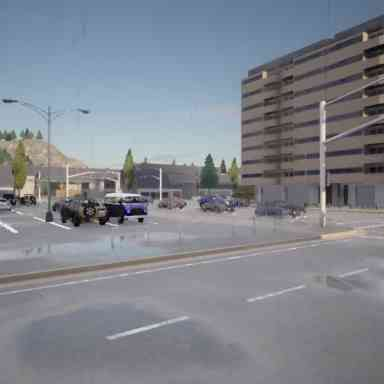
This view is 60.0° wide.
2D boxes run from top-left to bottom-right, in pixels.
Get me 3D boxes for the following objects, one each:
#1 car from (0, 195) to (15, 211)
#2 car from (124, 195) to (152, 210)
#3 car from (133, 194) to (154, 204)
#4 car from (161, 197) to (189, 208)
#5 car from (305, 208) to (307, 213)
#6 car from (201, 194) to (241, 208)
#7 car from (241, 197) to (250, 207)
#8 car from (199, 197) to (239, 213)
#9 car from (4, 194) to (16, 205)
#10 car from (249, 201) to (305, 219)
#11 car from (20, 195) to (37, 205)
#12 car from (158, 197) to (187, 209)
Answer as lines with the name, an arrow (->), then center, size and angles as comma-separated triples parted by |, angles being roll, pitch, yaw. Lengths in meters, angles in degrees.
car -> -21.826, 1.451, 37.877 | 1.970, 1.475, 3.806 | 0, 0, -35
car -> -8.723, 1.656, 53.367 | 1.895, 1.301, 4.718 | 0, 0, -35
car -> -9.306, 1.547, 66.540 | 2.128, 1.511, 4.902 | 0, 0, -35
car -> -2.649, 1.560, 50.815 | 1.837, 1.490, 4.892 | 0, 0, -35
car -> 9.072, 1.603, 34.292 | 2.033, 1.411, 5.357 | 0, 0, -35
car -> 3.184, 1.277, 42.581 | 2.150, 2.045, 5.566 | 0, 0, -35
car -> 6.664, 1.547, 50.101 | 2.128, 1.511, 4.902 | 0, 0, -35
car -> 2.813, 1.619, 37.066 | 1.994, 1.385, 4.181 | 0, 0, -35
car -> -29.684, 1.212, 53.710 | 1.905, 1.878, 3.866 | 0, 0, -35
car -> 7.678, 1.619, 30.212 | 1.994, 1.385, 4.181 | 0, 0, -35
car -> -27.288, 1.209, 55.334 | 1.932, 1.855, 4.605 | 0, 0, -35
car -> -2.954, 1.619, 45.184 | 1.994, 1.385, 4.181 | 0, 0, -35
